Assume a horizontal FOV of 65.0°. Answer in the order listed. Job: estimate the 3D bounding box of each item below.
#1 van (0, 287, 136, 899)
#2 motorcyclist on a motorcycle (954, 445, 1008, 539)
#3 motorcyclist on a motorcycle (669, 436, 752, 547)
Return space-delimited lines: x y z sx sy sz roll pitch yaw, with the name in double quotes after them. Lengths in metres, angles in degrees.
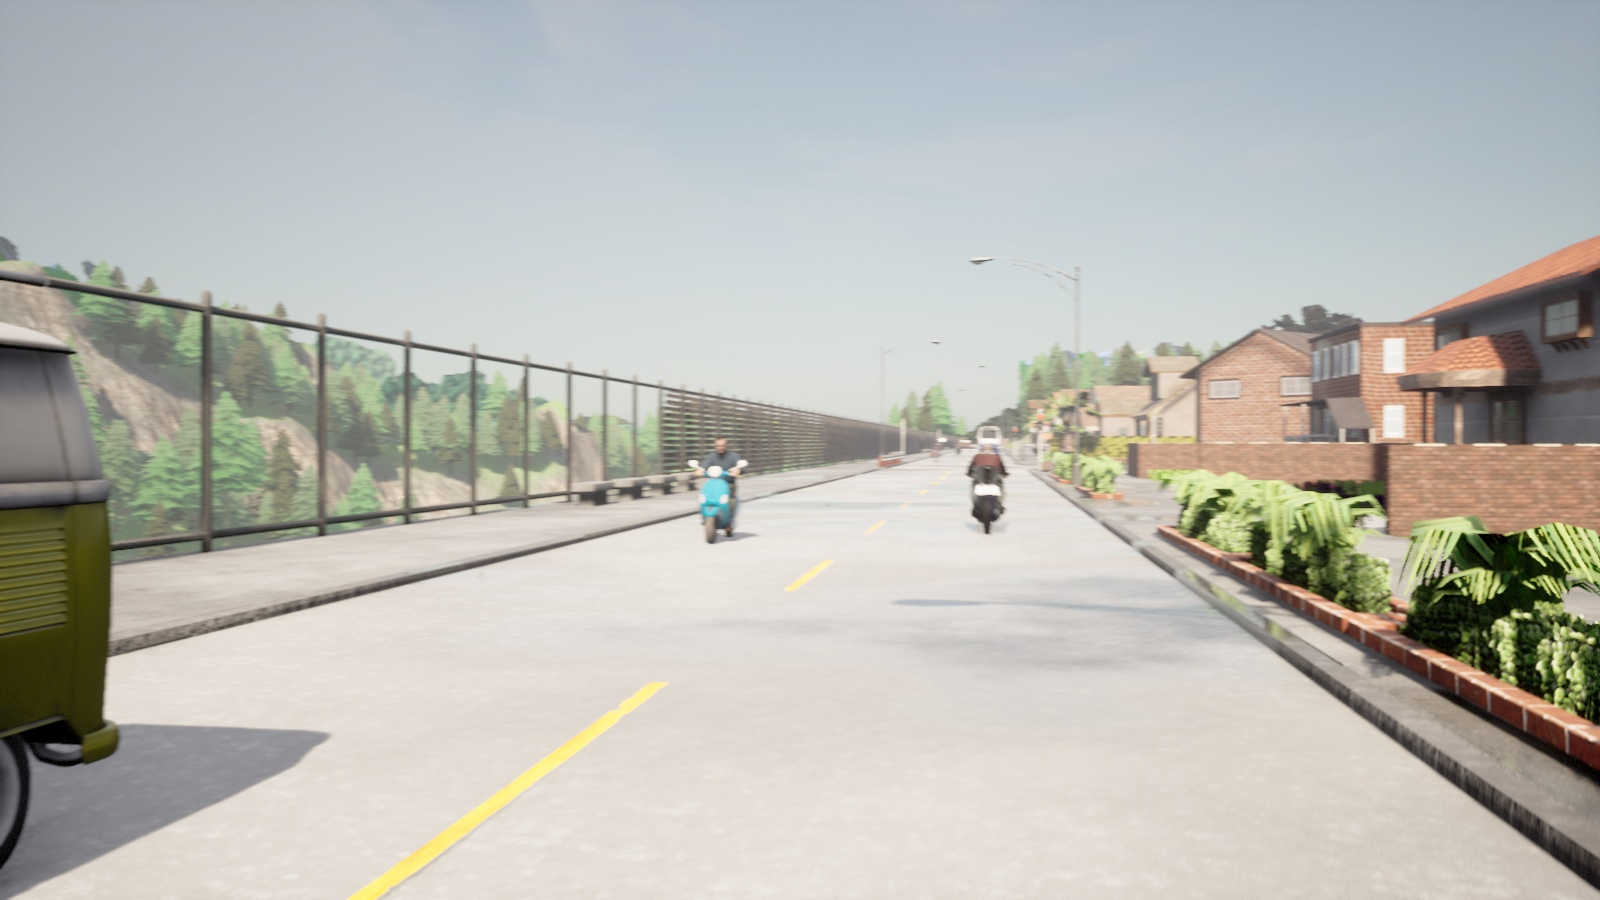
-3.682 0.473 2.628 1.775 1.987 4.442 0 0 8 "van"
3.106 0.674 21.584 0.866 1.530 2.191 0 0 8 "motorcyclist on a motorcycle"
-1.322 0.593 18.919 0.866 1.590 1.817 0 0 8 "motorcyclist on a motorcycle"
